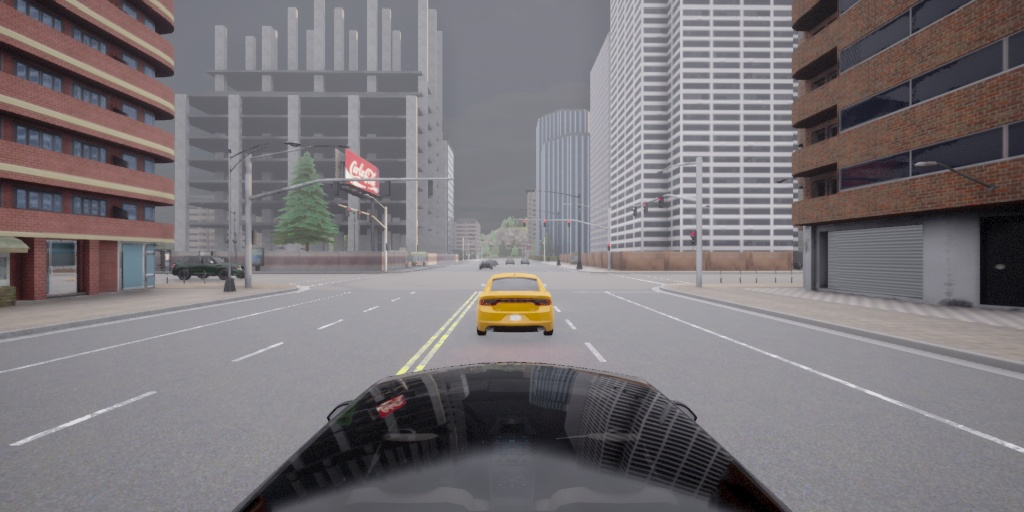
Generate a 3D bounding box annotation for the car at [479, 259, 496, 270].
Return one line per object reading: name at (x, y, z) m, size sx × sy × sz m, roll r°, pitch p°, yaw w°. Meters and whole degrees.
car at (-3.855, 1.351, 53.985) m, size 1.895 × 1.301 × 4.718 m, roll 0°, pitch 0°, yaw 0°

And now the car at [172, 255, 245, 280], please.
car at (-25.304, 0.972, 30.302) m, size 5.566 × 2.045 × 2.150 m, roll 0°, pitch 0°, yaw -1°

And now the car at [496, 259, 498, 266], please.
car at (-3.883, 1.297, 64.439) m, size 2.033 × 1.411 × 5.357 m, roll 0°, pitch 0°, yaw 0°

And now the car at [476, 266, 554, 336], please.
car at (0.065, 1.228, 10.468) m, size 1.882 × 1.535 × 5.008 m, roll 0°, pitch 0°, yaw 0°
